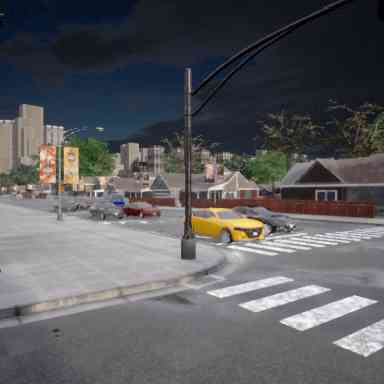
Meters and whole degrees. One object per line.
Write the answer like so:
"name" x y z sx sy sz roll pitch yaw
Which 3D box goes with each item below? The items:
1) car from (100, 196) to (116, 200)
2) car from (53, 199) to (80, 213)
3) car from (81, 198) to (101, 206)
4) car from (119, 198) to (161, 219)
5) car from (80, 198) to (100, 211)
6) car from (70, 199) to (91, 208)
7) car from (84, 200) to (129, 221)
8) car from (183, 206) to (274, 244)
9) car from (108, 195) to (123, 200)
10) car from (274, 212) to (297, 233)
"car" -13.357 1.786 49.128 1.837 1.490 4.892 0 0 -35
"car" -15.745 1.752 40.974 1.837 1.490 4.892 0 1 -35
"car" -19.093 1.907 62.626 2.033 1.411 5.357 0 0 -35
"car" -4.694 1.642 30.997 1.882 1.535 5.008 0 0 -35
"car" -14.323 1.829 44.599 1.994 1.385 4.181 0 0 -35
"car" -19.408 1.887 57.612 2.033 1.411 5.357 0 0 -34
"car" -7.698 1.677 29.619 1.837 1.490 4.892 0 -1 -35
"car" 1.404 1.548 16.495 1.882 1.535 5.008 0 0 -32
"car" -12.942 1.523 54.146 2.150 2.045 5.566 0 0 -36
"car" 3.727 1.580 19.409 1.837 1.490 4.892 0 0 -38
